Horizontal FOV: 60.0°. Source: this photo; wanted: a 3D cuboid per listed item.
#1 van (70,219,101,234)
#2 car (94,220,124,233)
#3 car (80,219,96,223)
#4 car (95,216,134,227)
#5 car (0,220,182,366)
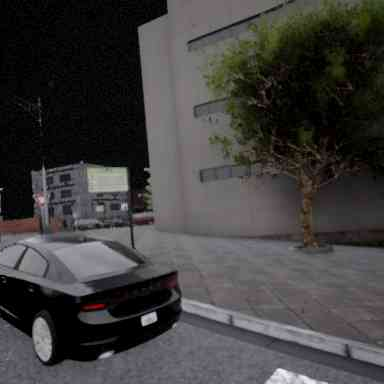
[{"bbox_3d":[-16.610,5.315,51.760,4.442,1.987,1.878,-7,-7,24],"label":"van"},{"bbox_3d":[-14.189,5.860,56.745,4.553,1.767,2.185,-7,-8,24],"label":"car"},{"bbox_3d":[-13.625,4.860,46.926,1.994,1.385,4.181,-7,-7,24],"label":"car"},{"bbox_3d":[-10.610,4.463,45.960,1.837,1.490,4.892,-7,-7,24],"label":"car"},{"bbox_3d":[-2.402,1.483,5.980,5.008,1.535,1.882,1,1,42],"label":"car"}]
